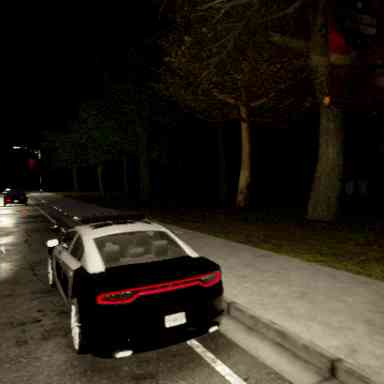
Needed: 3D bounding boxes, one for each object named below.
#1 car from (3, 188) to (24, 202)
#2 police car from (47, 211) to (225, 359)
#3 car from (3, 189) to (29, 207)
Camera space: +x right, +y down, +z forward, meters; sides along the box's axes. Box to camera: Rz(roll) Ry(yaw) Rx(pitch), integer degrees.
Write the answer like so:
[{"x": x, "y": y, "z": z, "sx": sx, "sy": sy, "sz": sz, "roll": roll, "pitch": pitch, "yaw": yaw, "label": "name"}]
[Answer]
[{"x": -21.510, "y": 0.305, "z": 40.013, "sx": 2.033, "sy": 1.411, "sz": 5.357, "roll": -2, "pitch": 3, "yaw": -29, "label": "car"}, {"x": -1.446, "y": 1.180, "z": 6.049, "sx": 1.930, "sy": 1.638, "sz": 5.238, "roll": -2, "pitch": 3, "yaw": -29, "label": "police car"}, {"x": -16.297, "y": 0.551, "z": 30.740, "sx": 1.812, "sy": 1.442, "sz": 4.674, "roll": -2, "pitch": 3, "yaw": -28, "label": "car"}]
